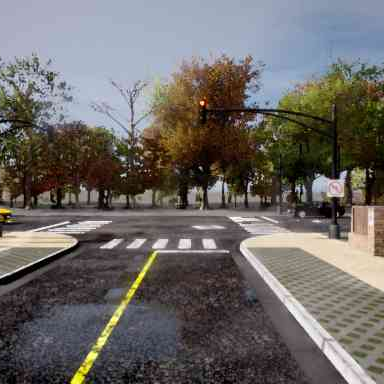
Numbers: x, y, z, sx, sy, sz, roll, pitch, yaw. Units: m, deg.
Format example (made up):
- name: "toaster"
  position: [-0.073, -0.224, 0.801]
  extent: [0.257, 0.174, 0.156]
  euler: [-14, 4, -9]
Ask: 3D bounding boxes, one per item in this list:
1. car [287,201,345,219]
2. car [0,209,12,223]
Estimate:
- name: "car"
  position: [10.985, 1.556, 29.559]
  extent: [4.892, 1.490, 1.837]
  euler: [0, 0, 0]
- name: "car"
  position: [-15.084, 1.423, 22.880]
  extent: [5.008, 1.535, 1.882]
  euler: [0, 0, 0]
